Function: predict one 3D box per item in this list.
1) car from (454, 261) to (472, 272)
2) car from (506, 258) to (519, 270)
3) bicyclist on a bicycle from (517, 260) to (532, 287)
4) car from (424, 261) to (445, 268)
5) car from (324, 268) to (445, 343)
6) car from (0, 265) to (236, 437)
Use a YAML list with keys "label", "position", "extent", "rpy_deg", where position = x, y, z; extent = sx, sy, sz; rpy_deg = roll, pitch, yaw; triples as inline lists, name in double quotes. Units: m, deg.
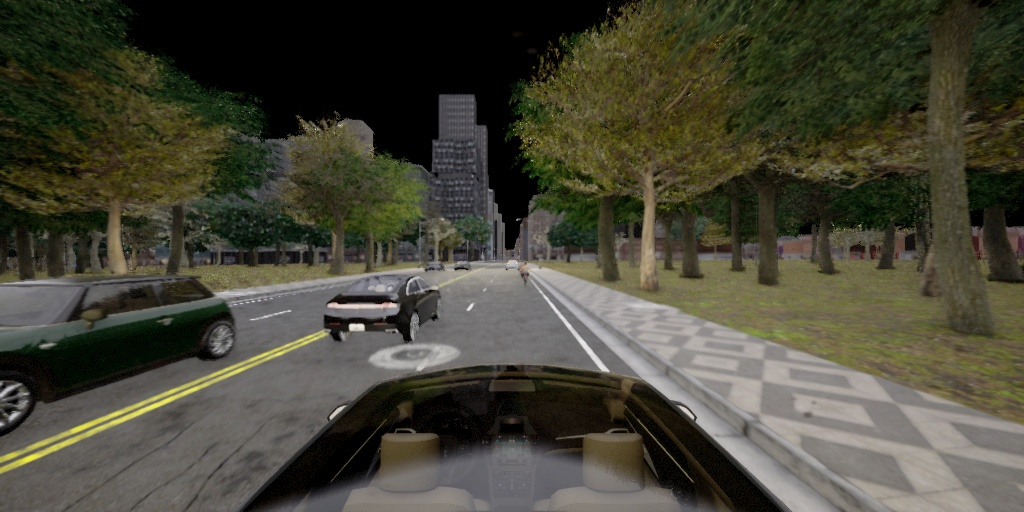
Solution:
- label: "car"
  position: [-6.572, 1.366, 48.445]
  extent: [2.033, 1.411, 5.357]
  rpy_deg: [0, 0, 0]
- label: "car"
  position: [0.089, 1.363, 54.327]
  extent: [1.812, 1.442, 4.674]
  rpy_deg: [0, 0, 0]
- label: "bicyclist on a bicycle"
  position: [0.893, 1.205, 23.511]
  extent: [0.866, 1.612, 1.509]
  rpy_deg: [0, 0, 0]
- label: "car"
  position: [-9.827, 1.376, 45.755]
  extent: [1.994, 1.385, 4.181]
  rpy_deg: [0, 0, 0]
- label: "car"
  position: [-3.151, 1.243, 9.703]
  extent: [2.128, 1.511, 4.902]
  rpy_deg: [0, 0, 0]
- label: "car"
  position: [-6.600, 1.101, 5.271]
  extent: [2.097, 1.767, 4.553]
  rpy_deg: [0, 0, 0]
